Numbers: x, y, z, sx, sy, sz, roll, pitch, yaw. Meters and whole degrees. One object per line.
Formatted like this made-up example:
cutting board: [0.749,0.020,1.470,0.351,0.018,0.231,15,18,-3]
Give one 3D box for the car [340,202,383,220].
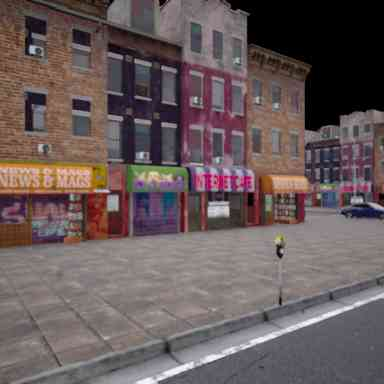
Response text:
car: [14.983,1.624,28.136,1.812,1.442,4.674,0,0,-35]
